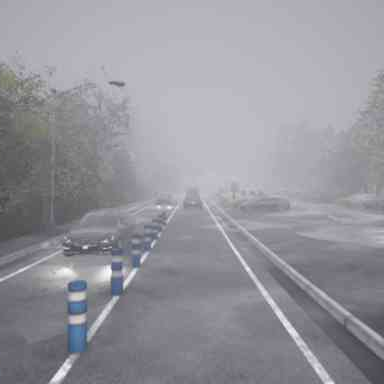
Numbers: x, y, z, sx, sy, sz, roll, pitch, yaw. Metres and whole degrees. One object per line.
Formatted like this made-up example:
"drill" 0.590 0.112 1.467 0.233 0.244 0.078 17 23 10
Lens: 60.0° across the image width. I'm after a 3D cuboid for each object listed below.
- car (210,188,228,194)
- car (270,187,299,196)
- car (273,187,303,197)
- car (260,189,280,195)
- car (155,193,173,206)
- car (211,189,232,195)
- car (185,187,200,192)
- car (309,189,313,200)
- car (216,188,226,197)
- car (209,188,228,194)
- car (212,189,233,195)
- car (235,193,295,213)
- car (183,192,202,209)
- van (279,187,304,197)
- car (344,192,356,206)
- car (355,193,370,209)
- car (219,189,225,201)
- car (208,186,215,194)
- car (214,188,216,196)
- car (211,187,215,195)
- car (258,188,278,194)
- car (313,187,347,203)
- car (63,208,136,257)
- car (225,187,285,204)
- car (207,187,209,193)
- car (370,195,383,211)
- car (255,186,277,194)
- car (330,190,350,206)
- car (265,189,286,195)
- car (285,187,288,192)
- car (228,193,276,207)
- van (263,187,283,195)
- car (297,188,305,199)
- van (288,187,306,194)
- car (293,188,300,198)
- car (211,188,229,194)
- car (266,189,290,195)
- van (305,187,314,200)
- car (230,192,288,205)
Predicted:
"car" 7.240 -0.314 89.552 4.553 1.767 2.185 0 1 0
"car" 20.185 -0.128 72.697 5.566 2.045 2.435 0 1 0
"car" 20.163 -0.075 69.928 5.566 2.045 2.435 0 1 0
"car" 20.325 -0.099 86.551 4.674 1.452 2.002 0 1 0
"car" -3.295 0.861 40.803 2.033 1.411 5.357 0 1 1
"car" 7.197 -0.029 81.227 4.892 1.521 2.231 0 1 0
"car" 0.133 0.247 53.841 2.150 2.045 5.566 0 1 0
"car" 19.981 0.687 47.787 4.792 1.488 2.163 0 2 0
"car" 6.769 0.582 50.829 5.366 1.575 1.946 0 2 0
"car" 7.288 -0.241 92.330 5.008 1.535 2.097 0 1 0
"car" 7.187 0.023 78.451 4.892 1.521 2.231 0 1 0
"car" 6.765 1.153 31.283 4.792 1.488 2.163 0 2 0
"car" 0.098 0.992 35.741 1.994 1.385 4.181 0 1 0
"van" 20.051 0.003 67.160 4.442 1.987 1.878 0 1 0
"car" 19.916 1.005 36.713 4.674 1.452 2.002 0 2 0
"car" 19.867 1.071 33.944 4.792 1.488 2.163 0 2 0
"car" 6.722 0.736 45.158 5.366 1.575 1.946 0 2 0
"car" 6.972 0.072 75.677 5.366 1.575 1.946 0 1 0
"car" 7.073 0.368 61.798 4.792 1.488 2.163 0 1 0
"car" 7.083 0.210 70.125 4.792 1.488 2.163 0 1 0
"car" 20.344 -0.192 89.321 5.008 1.535 2.097 0 1 0
"car" 20.015 0.483 45.011 5.566 2.045 2.435 0 2 0
"car" -3.351 1.451 12.857 1.837 1.490 4.892 0 1 0
"car" 6.868 0.718 36.824 5.566 2.045 2.435 0 2 0
"car" 7.040 -0.086 84.004 5.366 1.575 1.946 0 1 0
"car" 19.906 0.989 31.295 4.553 1.767 2.185 0 2 0
"car" 20.345 -0.498 92.210 5.566 2.045 2.435 0 1 0
"car" 19.756 0.885 39.482 5.366 1.575 1.946 0 2 0
"car" 20.285 0.004 81.137 4.674 1.452 2.002 0 1 0
"car" 20.128 0.334 61.624 5.008 1.535 2.097 0 1 0
"car" 7.048 0.890 39.605 5.366 1.575 1.946 0 2 0
"van" 20.422 -0.315 83.901 4.442 1.987 1.878 0 1 0
"car" 20.085 0.539 53.450 4.792 1.488 2.163 0 1 0
"van" 19.992 0.164 58.835 4.442 1.987 1.878 0 1 0
"car" 20.107 0.477 56.088 4.792 1.488 2.163 0 1 0
"car" 7.217 -0.261 86.776 4.553 1.767 2.185 0 1 0
"car" 20.253 0.018 78.242 5.008 1.535 2.097 0 1 0
"van" 20.150 0.354 50.672 4.442 1.987 1.878 0 1 0
"car" 6.822 1.046 34.057 5.008 1.535 2.097 0 2 0
